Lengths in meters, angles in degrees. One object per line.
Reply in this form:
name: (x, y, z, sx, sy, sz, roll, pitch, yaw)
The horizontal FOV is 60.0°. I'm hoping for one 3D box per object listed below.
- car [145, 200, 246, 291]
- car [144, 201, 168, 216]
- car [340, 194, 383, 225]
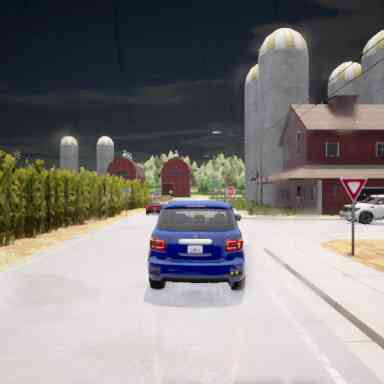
car: (0.217, 1.220, 9.220, 2.150, 2.045, 5.566, 0, 0, 3)
car: (-3.505, 1.597, 33.510, 1.895, 1.301, 4.718, 0, 0, 0)
car: (13.360, 1.190, 23.262, 5.566, 2.045, 2.150, 0, 0, -1)
